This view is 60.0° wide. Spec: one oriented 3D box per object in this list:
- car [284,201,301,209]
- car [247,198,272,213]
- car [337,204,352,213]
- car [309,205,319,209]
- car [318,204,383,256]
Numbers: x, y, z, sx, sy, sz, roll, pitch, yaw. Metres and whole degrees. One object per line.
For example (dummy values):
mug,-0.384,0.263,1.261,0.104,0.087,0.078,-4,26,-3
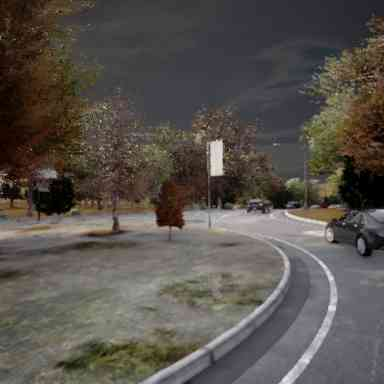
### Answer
car,17.599,2.370,58.063,2.128,1.511,4.902,-1,-5,35
car,7.221,1.435,35.399,1.837,1.490,4.892,-2,-1,24
car,36.029,3.885,78.494,2.150,2.045,5.566,-1,-5,36
car,26.113,3.479,70.322,1.812,1.442,4.674,-1,-5,35
car,6.629,1.391,12.516,1.837,1.490,4.892,-1,-1,2
